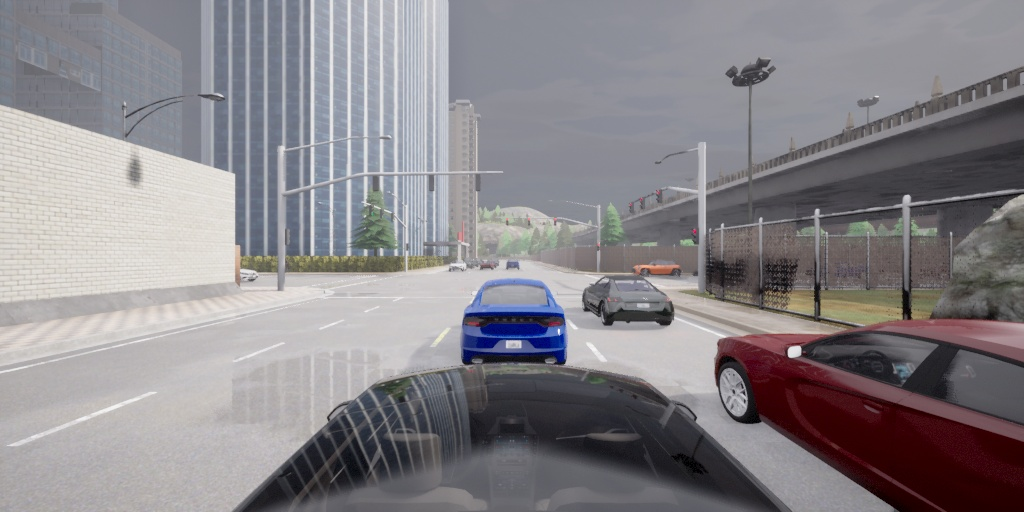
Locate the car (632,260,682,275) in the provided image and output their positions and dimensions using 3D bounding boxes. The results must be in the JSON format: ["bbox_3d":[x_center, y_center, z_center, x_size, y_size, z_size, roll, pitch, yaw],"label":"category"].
[{"bbox_3d":[14.207,1.157,35.495,4.553,1.767,2.097,0,0,0],"label":"car"}]

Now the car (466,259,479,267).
[{"bbox_3d":[-7.069,1.314,64.795,1.994,1.385,4.181,0,0,-1],"label":"car"}]

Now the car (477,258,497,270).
[{"bbox_3d":[-3.593,1.351,51.913,1.895,1.301,4.718,0,0,0],"label":"car"}]

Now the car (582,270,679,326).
[{"bbox_3d":[3.573,1.314,11.730,1.994,1.385,4.181,0,0,0],"label":"car"}]

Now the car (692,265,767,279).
[{"bbox_3d":[19.109,1.353,32.006,5.357,1.411,2.033,0,0,0],"label":"car"}]

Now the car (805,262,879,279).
[{"bbox_3d":[29.078,1.283,32.025,5.008,1.535,1.882,0,0,0],"label":"car"}]

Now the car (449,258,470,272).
[{"bbox_3d":[-7.099,1.276,47.289,1.812,1.442,4.674,0,0,0],"label":"car"}]

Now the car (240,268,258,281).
[{"bbox_3d":[-22.642,1.331,28.232,4.674,1.442,1.812,0,0,0],"label":"car"}]

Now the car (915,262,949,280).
[{"bbox_3d":[39.070,1.283,32.033,5.008,1.535,1.882,0,0,0],"label":"car"}]

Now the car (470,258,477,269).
[{"bbox_3d":[-7.094,1.102,56.154,2.097,1.767,4.553,0,0,0],"label":"car"}]

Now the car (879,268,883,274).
[{"bbox_3d":[33.595,1.406,35.536,4.718,1.301,1.895,0,0,0],"label":"car"}]

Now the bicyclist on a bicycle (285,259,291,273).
[{"bbox_3d":[-25.307,1.106,40.188,0.582,1.620,1.656,0,0,0],"label":"bicyclist on a bicycle"}]

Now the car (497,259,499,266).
[{"bbox_3d":[-3.583,1.351,61.077,1.895,1.301,4.718,0,0,0],"label":"car"}]

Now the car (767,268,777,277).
[{"bbox_3d":[23.576,1.406,35.515,4.718,1.301,1.895,0,0,0],"label":"car"}]

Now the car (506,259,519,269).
[{"bbox_3d":[0.110,1.227,56.126,1.882,1.535,5.008,0,0,0],"label":"car"}]

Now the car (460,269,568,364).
[{"bbox_3d":[0.052,1.228,8.069,1.882,1.535,5.008,0,0,1],"label":"car"}]

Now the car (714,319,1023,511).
[{"bbox_3d":[3.601,1.228,2.736,1.882,1.535,5.008,0,0,0],"label":"car"}]
